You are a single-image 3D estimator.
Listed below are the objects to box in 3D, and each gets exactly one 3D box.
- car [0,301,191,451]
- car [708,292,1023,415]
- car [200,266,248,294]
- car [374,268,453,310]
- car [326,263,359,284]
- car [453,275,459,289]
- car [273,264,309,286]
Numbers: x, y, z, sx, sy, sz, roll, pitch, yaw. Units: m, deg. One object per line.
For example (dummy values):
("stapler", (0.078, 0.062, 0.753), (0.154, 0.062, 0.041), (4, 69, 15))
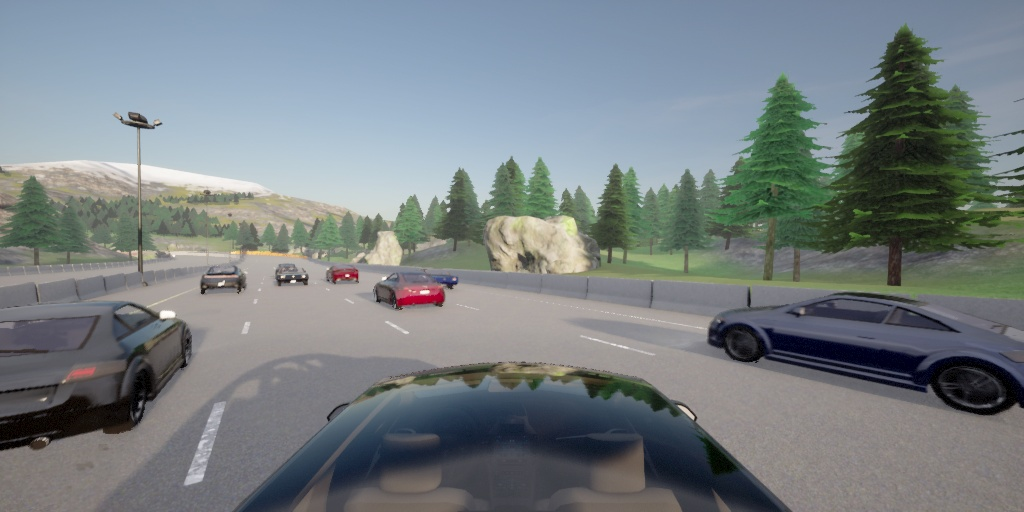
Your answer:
("car", (-5.922, 1.308, 4.831), (1.994, 1.385, 4.181), (0, 0, -34))
("car", (5.800, 1.323, 6.219), (1.994, 1.385, 4.181), (0, 0, -34))
("car", (-16.906, 1.328, 21.148), (2.128, 1.511, 4.902), (0, -1, -34))
("car", (-4.399, 1.335, 15.103), (1.994, 1.385, 4.181), (0, 0, -34))
("car", (-13.792, 1.367, 29.057), (1.882, 1.535, 5.008), (0, -1, -34))
("car", (-5.159, 1.411, 22.500), (1.895, 1.301, 4.718), (0, 0, -34))
("car", (-16.237, 1.478, 26.422), (1.895, 1.301, 4.718), (0, -1, -34))
